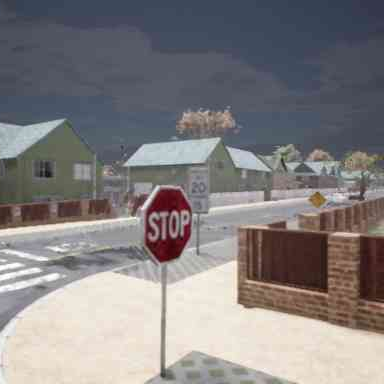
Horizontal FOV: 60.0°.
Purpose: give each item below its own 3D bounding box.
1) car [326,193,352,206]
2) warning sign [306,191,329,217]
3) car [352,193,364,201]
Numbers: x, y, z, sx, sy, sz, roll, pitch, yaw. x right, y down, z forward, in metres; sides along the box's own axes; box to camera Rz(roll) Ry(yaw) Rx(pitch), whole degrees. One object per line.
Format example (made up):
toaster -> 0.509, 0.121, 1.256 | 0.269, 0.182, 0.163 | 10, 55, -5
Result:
car -> 17.670, 0.886, 40.412 | 1.812, 1.442, 4.674 | 1, 2, 35
warning sign -> 9.075, 0.844, 24.026 | 1.300, 1.860, 1.060 | 0, 0, 35
car -> 25.042, 0.729, 50.894 | 1.895, 1.301, 4.718 | 1, 2, 36
